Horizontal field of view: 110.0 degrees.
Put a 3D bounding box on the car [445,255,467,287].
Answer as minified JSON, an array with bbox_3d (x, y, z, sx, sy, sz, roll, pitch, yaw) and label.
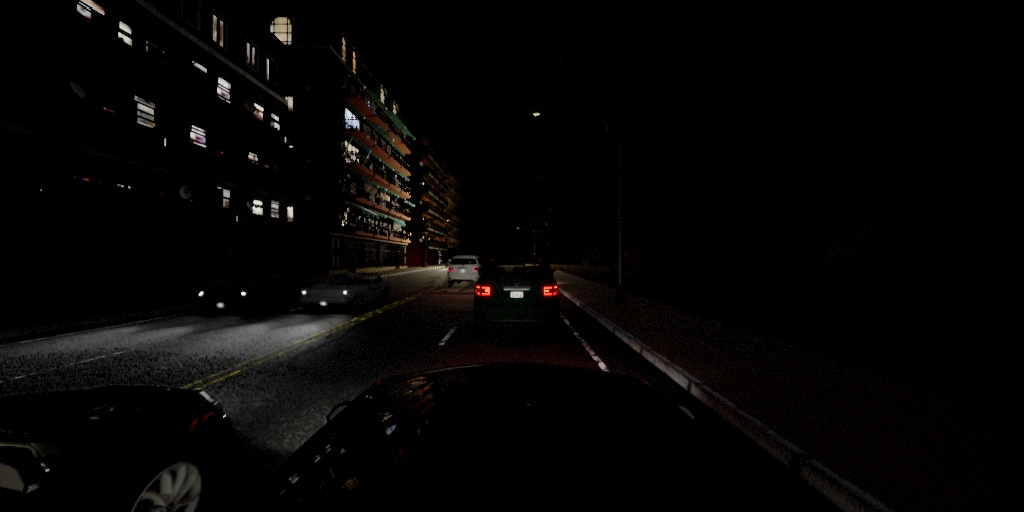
[{"bbox_3d":[-3.057,0.974,24.938,2.150,2.045,5.566,0,0,0],"label":"car"}]

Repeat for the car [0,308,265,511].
[{"bbox_3d":[-3.154,1.255,0.874,1.837,1.490,4.892,0,0,0],"label":"car"}]

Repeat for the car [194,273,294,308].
[{"bbox_3d":[-9.802,1.352,14.284,1.895,1.301,4.718,0,0,0],"label":"car"}]

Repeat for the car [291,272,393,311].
[{"bbox_3d":[-6.549,1.352,14.688,1.895,1.301,4.718,0,0,0],"label":"car"}]

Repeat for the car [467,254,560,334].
[{"bbox_3d":[0.131,0.973,10.821,2.150,2.045,5.566,0,0,0],"label":"car"}]

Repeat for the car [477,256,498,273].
[{"bbox_3d":[-2.990,0.974,44.616,2.150,2.045,5.566,0,0,1],"label":"car"}]
